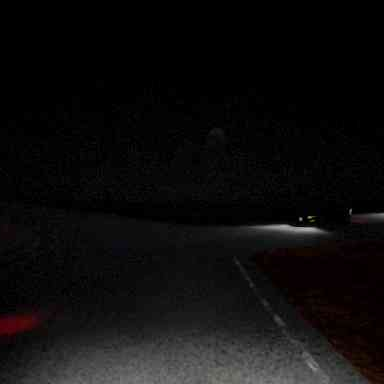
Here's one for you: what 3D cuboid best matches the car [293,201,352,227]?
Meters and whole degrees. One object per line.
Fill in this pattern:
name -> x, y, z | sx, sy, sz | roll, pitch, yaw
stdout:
car -> 8.671, 1.394, 21.983 | 4.892, 1.490, 1.837 | -1, 1, -36
